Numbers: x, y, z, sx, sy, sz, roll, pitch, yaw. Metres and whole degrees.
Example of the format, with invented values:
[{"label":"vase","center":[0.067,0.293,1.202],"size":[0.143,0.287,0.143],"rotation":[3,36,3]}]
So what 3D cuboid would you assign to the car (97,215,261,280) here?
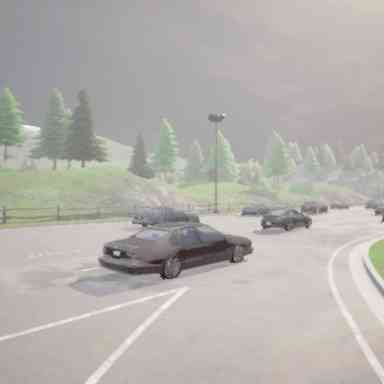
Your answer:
[{"label":"car","center":[-0.235,1.674,10.478],"size":[2.033,1.411,5.357],"rotation":[0,-1,44]}]

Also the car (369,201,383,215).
[{"label":"car","center":[24.122,2.155,41.052],"size":[2.033,1.411,5.357],"rotation":[0,-1,44]}]

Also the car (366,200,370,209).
[{"label":"car","center":[33.909,2.254,61.560],"size":[2.097,1.767,4.553],"rotation":[0,-1,44]}]

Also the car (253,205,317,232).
[{"label":"car","center":[6.384,1.827,22.478],"size":[1.812,1.442,4.674],"rotation":[0,-1,44]}]

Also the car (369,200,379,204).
[{"label":"car","center":[30.085,2.278,52.507],"size":[1.837,1.490,4.892],"rotation":[0,-1,44]}]

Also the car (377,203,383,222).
[{"label":"car","center":[18.851,1.981,30.464],"size":[1.812,1.442,4.674],"rotation":[0,-1,44]}]

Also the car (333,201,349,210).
[{"label":"car","center":[25.850,2.347,58.201],"size":[1.812,1.442,4.674],"rotation":[0,-1,44]}]

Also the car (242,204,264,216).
[{"label":"car","center":[7.665,2.070,39.021],"size":[1.994,1.385,4.181],"rotation":[0,-1,44]}]

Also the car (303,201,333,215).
[{"label":"car","center":[15.657,1.934,42.325],"size":[2.097,1.767,4.553],"rotation":[0,-1,44]}]

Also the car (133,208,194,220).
[{"label":"car","center":[-1.810,1.830,24.032],"size":[2.033,1.411,5.357],"rotation":[0,-1,44]}]
